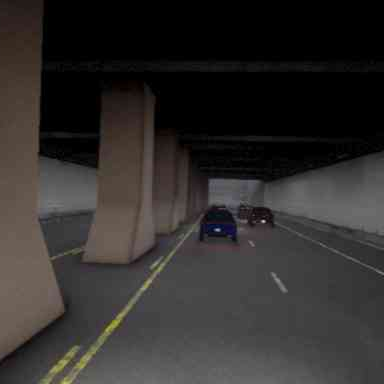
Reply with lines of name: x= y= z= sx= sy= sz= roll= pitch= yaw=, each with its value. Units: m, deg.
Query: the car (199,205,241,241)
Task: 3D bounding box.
car: x=1.461 y=1.724 z=18.553 sx=1.882 sy=1.535 sz=5.008 roll=2 pitch=-1 yaw=5

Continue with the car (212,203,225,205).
car: x=2.910 y=1.977 z=36.574 sx=2.128 sy=1.511 sz=4.902 roll=2 pitch=-1 yaw=5

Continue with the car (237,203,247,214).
car: x=6.707 y=2.151 z=41.410 sx=2.128 sy=1.511 sz=4.902 roll=2 pitch=0 yaw=6

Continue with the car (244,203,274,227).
car: x=5.589 y=1.977 z=27.356 sx=1.837 sy=1.490 sz=4.892 roll=2 pitch=0 yaw=5
